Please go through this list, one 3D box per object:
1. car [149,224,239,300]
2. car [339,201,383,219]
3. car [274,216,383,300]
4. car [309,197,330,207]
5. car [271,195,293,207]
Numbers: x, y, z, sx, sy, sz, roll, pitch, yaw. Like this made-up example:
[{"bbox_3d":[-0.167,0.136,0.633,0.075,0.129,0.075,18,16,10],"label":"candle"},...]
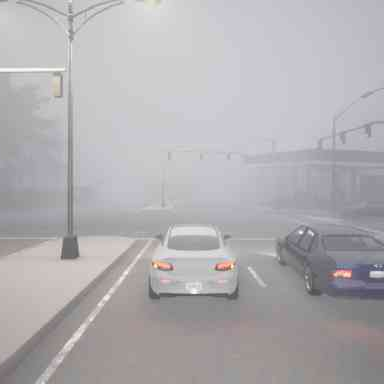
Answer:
[{"bbox_3d":[0.032,1.514,8.260,1.812,1.442,4.674,0,0,0],"label":"car"},{"bbox_3d":[14.749,1.515,27.755,4.674,1.442,1.812,0,0,-1],"label":"car"},{"bbox_3d":[3.511,1.543,8.567,2.033,1.411,5.357,0,0,3],"label":"car"},{"bbox_3d":[18.631,1.419,48.691,1.970,1.475,3.806,0,0,0],"label":"car"},{"bbox_3d":[12.891,1.247,47.890,2.242,1.667,4.611,0,0,0],"label":"car"}]
